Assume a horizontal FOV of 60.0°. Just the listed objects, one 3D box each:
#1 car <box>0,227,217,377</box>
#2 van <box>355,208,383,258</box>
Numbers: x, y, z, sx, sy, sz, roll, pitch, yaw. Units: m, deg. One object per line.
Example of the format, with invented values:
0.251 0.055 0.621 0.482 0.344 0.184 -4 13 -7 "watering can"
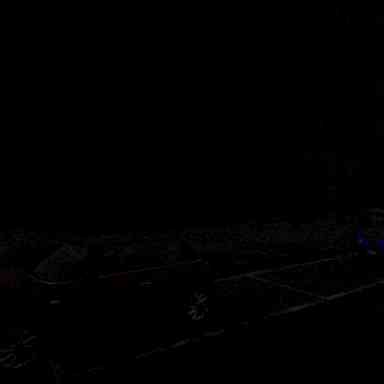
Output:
-1.624 1.456 5.493 4.097 1.590 1.967 1 -1 -35 "car"
7.555 1.462 12.037 3.998 1.788 1.690 1 -1 -35 "van"
